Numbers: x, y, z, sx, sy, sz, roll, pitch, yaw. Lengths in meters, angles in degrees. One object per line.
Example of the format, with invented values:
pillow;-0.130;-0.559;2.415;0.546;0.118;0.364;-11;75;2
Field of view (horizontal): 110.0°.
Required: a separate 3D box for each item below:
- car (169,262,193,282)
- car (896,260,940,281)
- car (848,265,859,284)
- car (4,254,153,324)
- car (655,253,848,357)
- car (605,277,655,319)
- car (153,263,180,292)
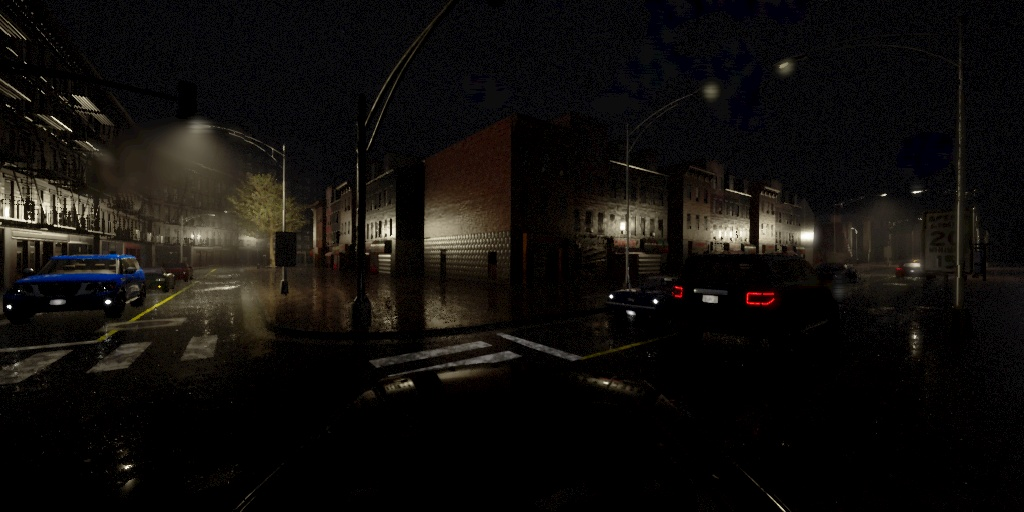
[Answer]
car;-26.895;1.237;28.614;1.882;1.535;5.008;0;0;-37
car;33.412;1.249;29.618;4.181;1.385;1.994;0;0;-37
car;22.278;1.231;24.758;5.357;1.411;2.033;0;0;-37
car;-14.579;0.963;12.404;2.150;2.045;5.566;0;0;-37
car;6.097;0.950;8.805;5.566;2.045;2.150;0;0;-37
car;5.148;1.316;11.672;4.718;1.301;1.895;0;0;-38
car;-20.541;1.312;20.247;1.994;1.385;4.181;0;0;-37
